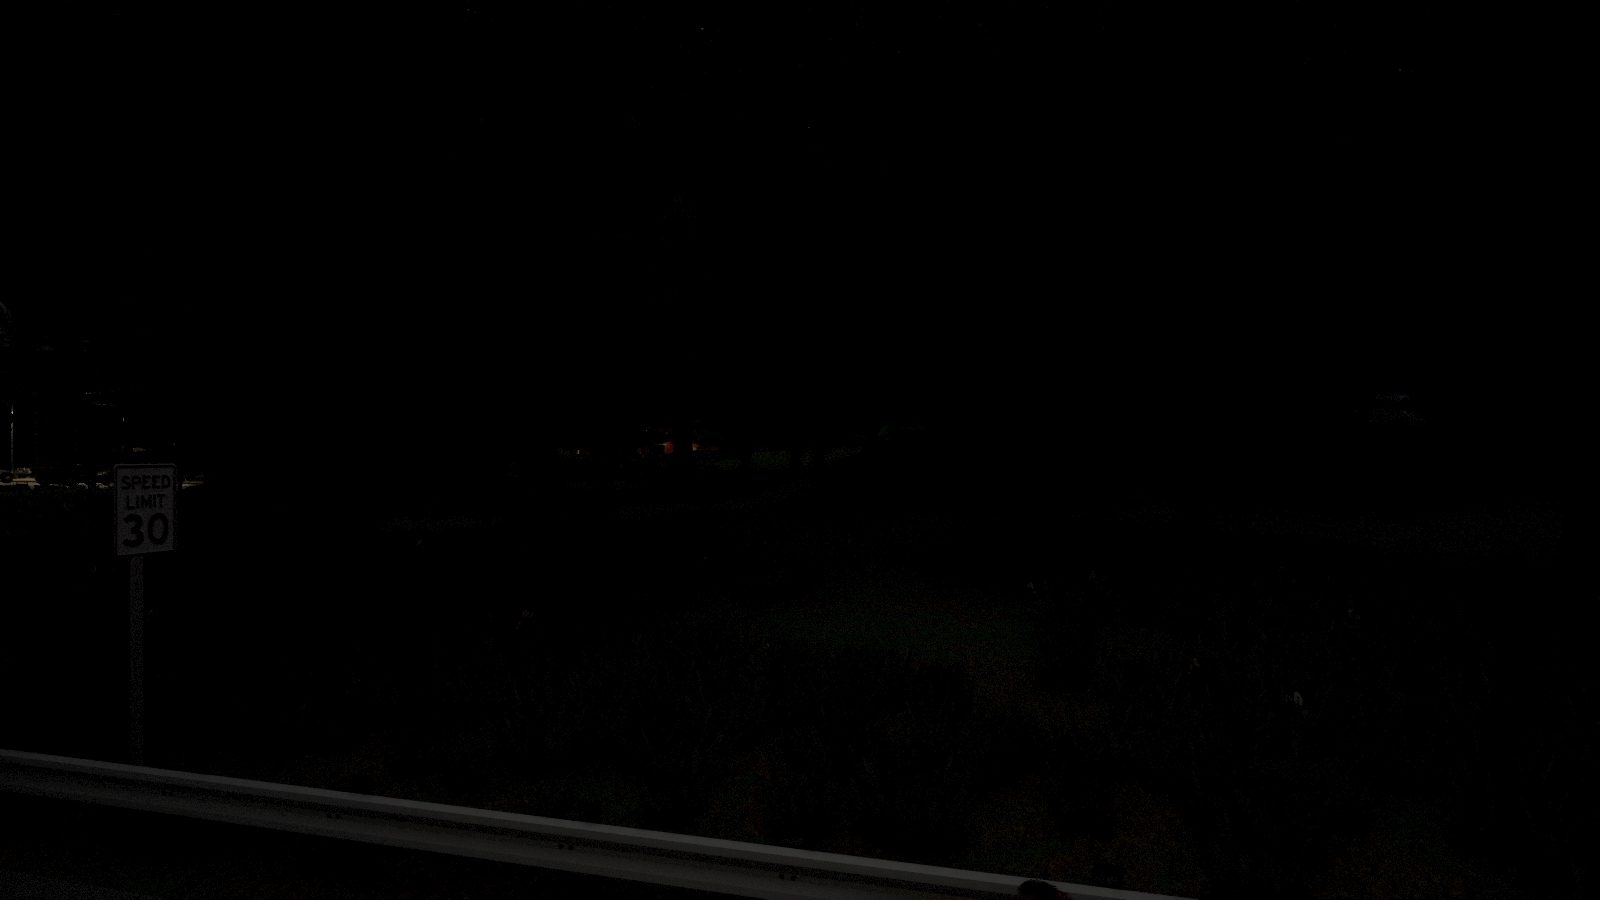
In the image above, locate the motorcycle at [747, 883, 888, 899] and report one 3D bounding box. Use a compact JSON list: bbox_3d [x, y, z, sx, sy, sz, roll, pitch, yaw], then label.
[{"bbox_3d":[0.585,2.115,3.137,1.805,1.316,0.856,0,0,20],"label":"motorcycle"}]
